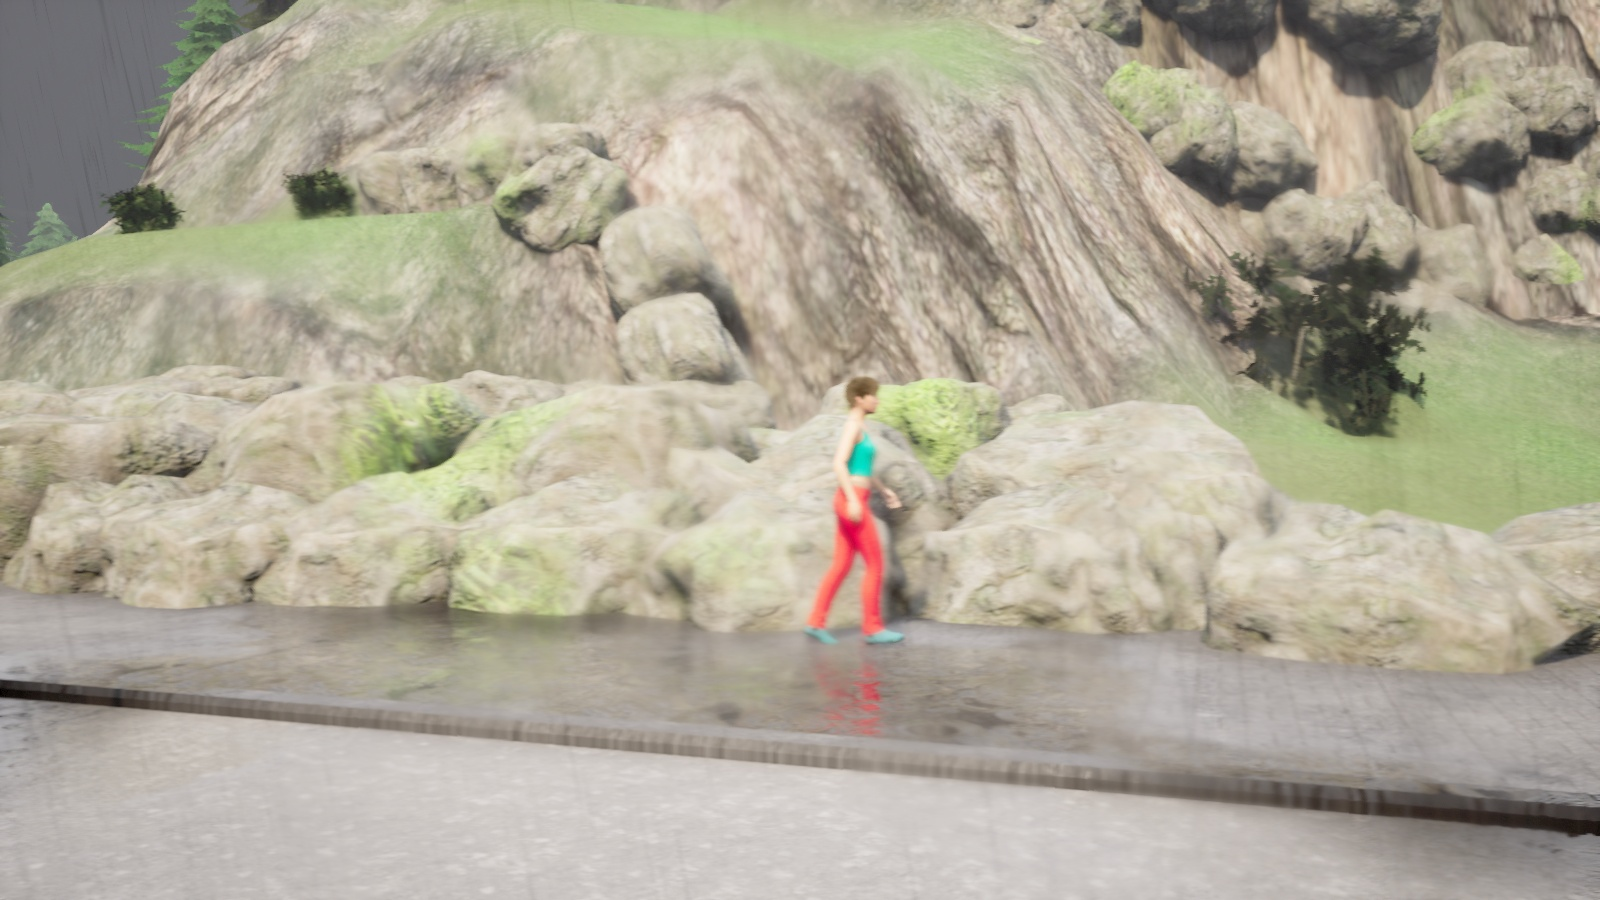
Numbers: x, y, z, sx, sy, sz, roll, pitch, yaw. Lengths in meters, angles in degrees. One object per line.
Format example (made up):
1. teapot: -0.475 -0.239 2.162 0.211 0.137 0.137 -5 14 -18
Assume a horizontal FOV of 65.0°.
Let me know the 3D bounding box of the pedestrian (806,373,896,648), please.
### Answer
1. pedestrian: 0.353 0.401 8.551 0.594 1.836 0.345 0 1 4
